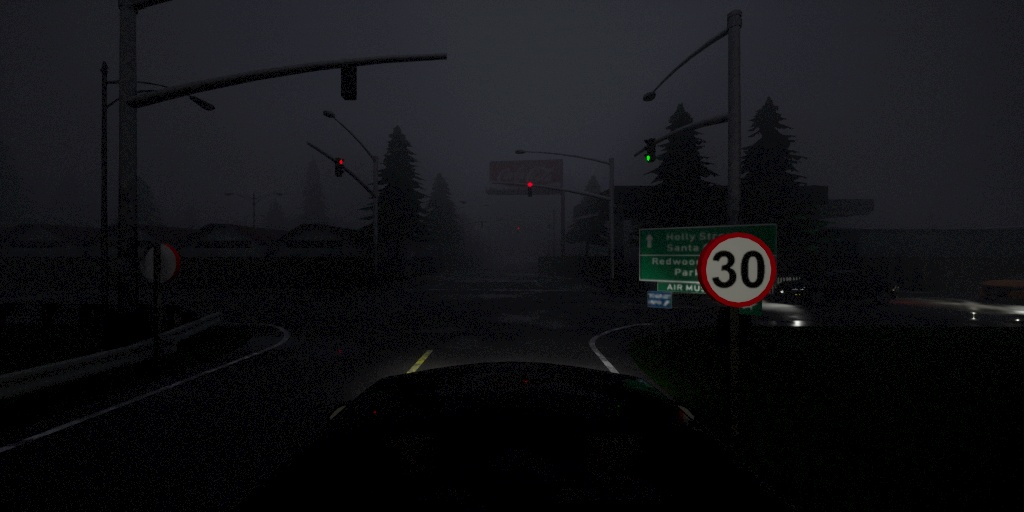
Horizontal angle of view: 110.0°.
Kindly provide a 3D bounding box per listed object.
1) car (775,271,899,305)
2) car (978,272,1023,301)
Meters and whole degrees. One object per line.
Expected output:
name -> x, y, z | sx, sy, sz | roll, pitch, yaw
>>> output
car -> 15.195, 1.446, 16.931 | 4.892, 1.490, 1.837 | 0, 0, 1
car -> 25.131, 1.419, 16.803 | 5.008, 1.535, 1.882 | 0, 0, 1
